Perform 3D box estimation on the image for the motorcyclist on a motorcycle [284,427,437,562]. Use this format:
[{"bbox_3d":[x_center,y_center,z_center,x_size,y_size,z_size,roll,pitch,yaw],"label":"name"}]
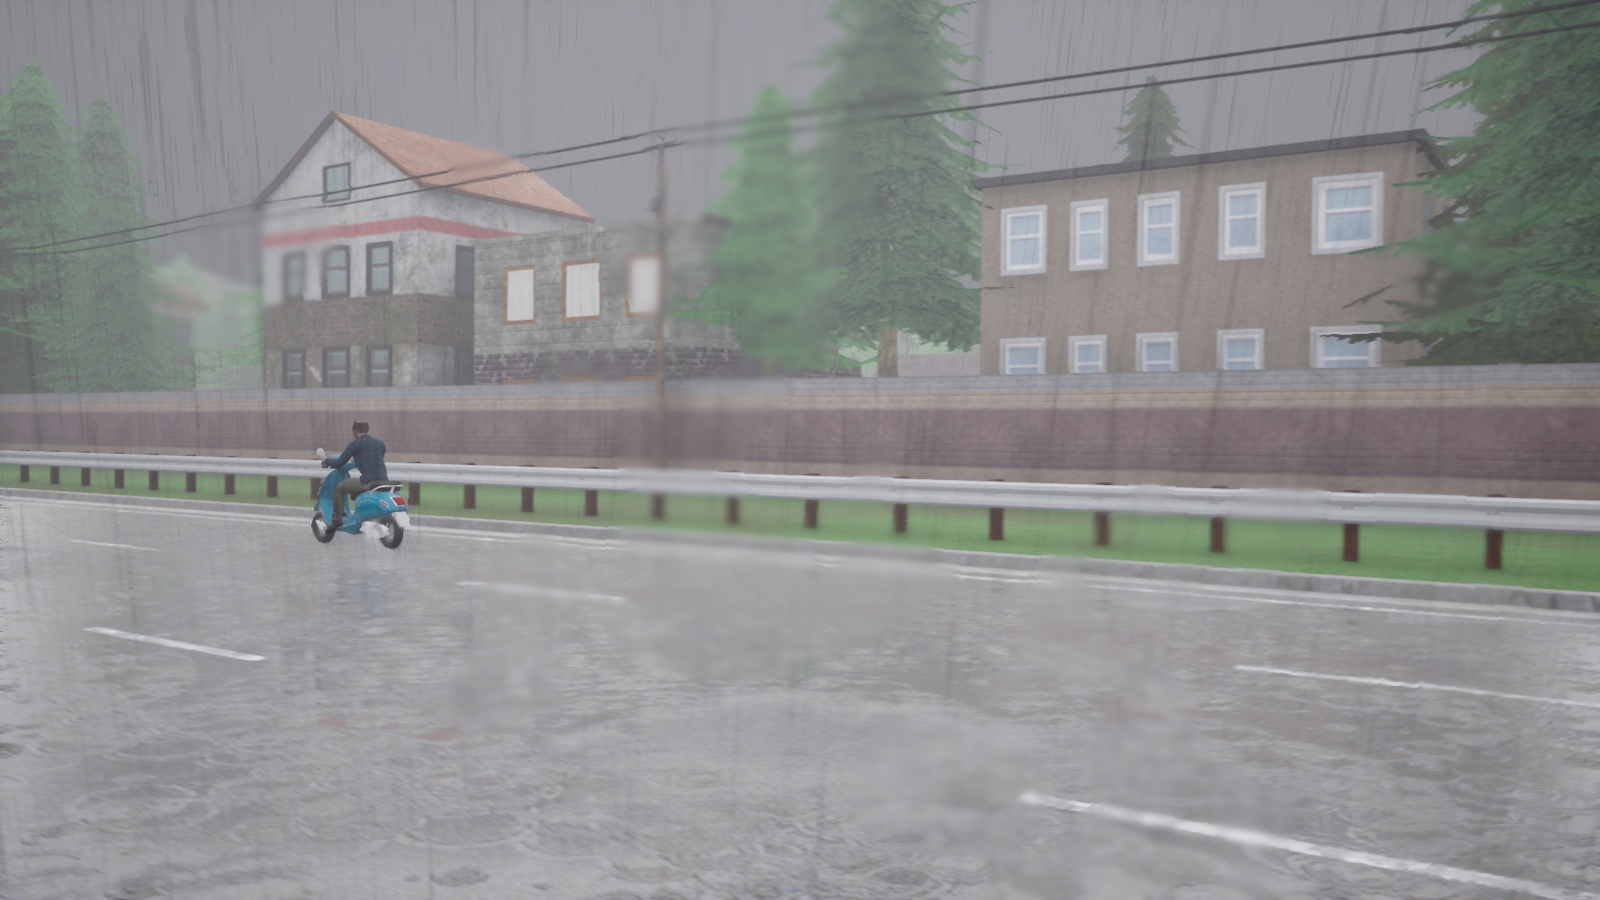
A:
[{"bbox_3d":[-5.495,0.521,15.677,1.817,1.590,0.866,0,1,34],"label":"motorcyclist on a motorcycle"}]
